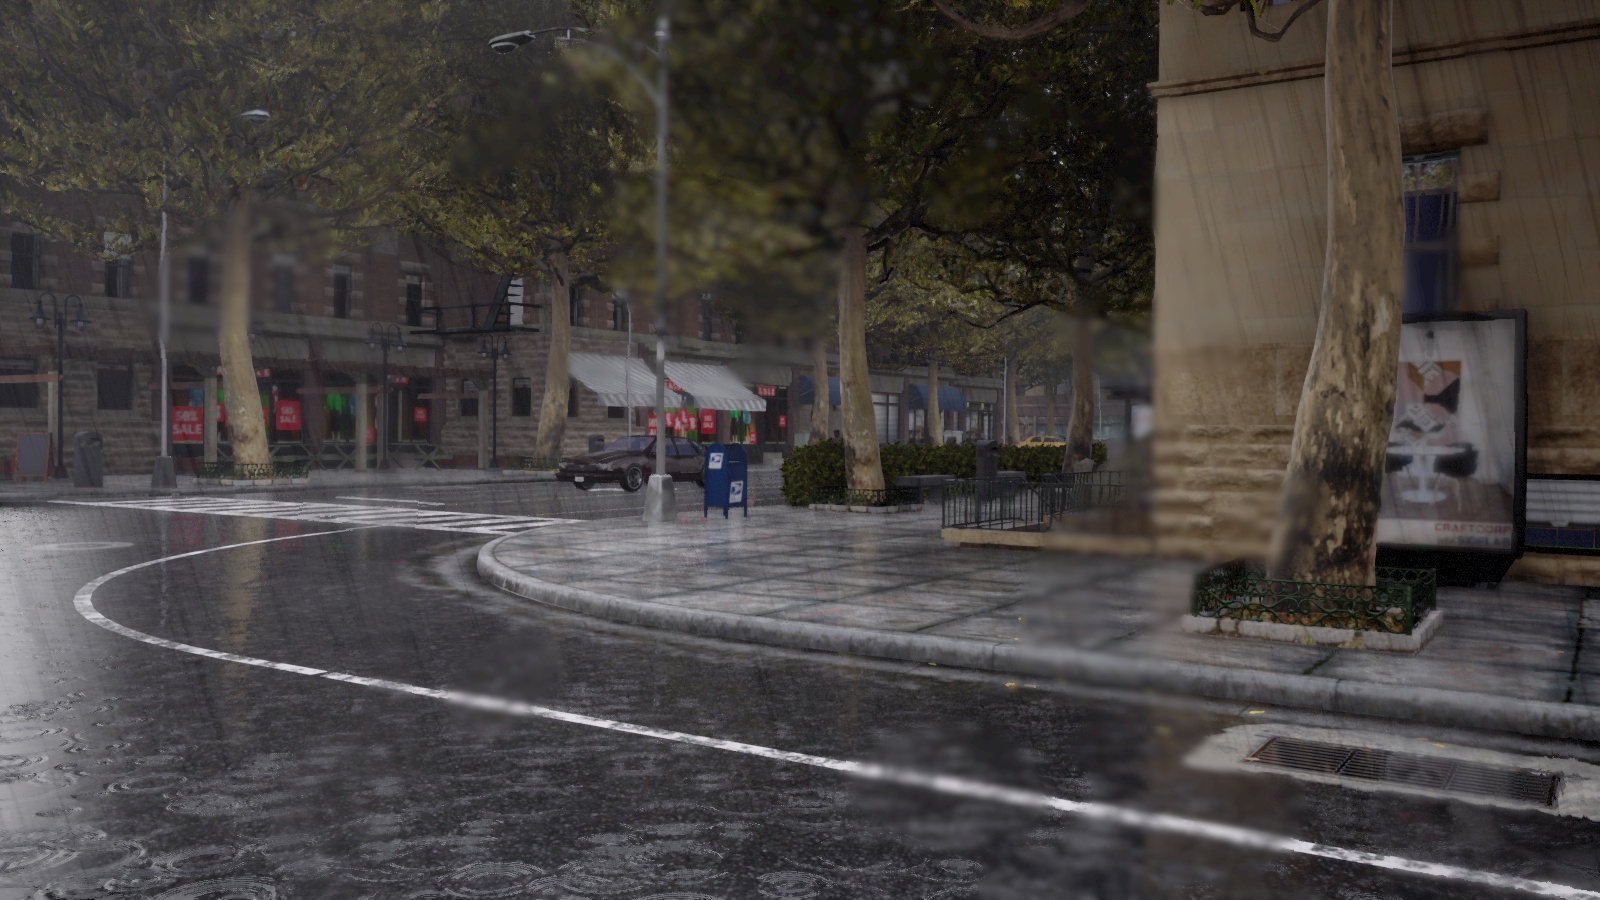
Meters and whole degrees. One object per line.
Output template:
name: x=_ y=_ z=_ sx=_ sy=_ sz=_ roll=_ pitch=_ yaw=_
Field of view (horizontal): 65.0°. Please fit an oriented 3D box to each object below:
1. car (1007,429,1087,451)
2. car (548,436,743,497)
car: x=17.686 y=-0.720 z=90.071 sx=5.366 sy=1.575 sz=1.801 roll=0 pitch=1 yaw=32
car: x=-3.879 y=0.368 z=32.640 sx=2.033 sy=1.411 sz=5.357 roll=0 pitch=1 yaw=33
